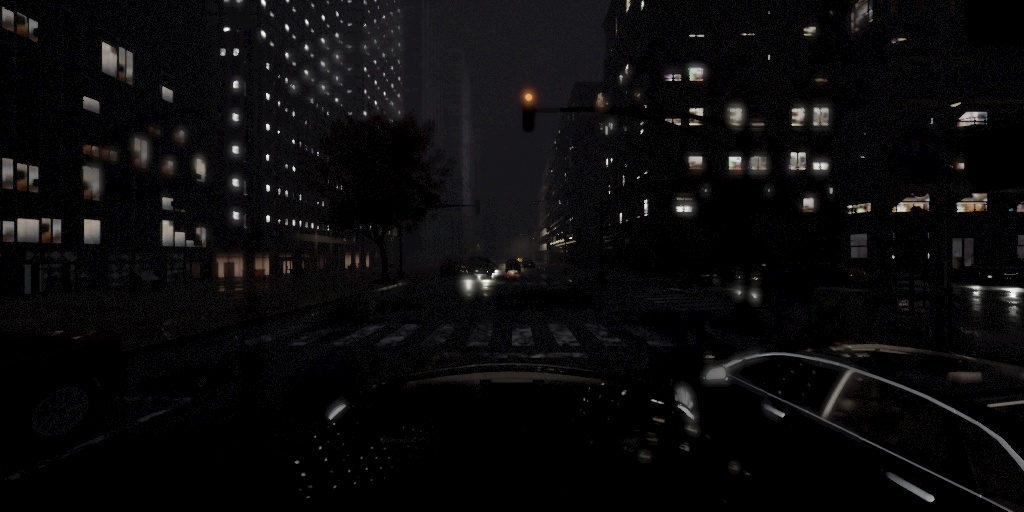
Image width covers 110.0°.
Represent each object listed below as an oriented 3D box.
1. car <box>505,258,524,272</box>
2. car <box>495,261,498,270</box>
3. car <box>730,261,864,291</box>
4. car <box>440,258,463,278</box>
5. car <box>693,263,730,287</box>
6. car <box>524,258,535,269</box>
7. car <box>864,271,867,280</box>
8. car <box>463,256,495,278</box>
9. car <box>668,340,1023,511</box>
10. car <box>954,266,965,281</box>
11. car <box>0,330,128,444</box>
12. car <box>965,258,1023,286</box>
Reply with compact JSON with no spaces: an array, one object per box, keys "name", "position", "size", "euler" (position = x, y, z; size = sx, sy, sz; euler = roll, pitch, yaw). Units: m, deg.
[{"name":"car","position":[0.122,1.264,45.788],"size":[2.128,1.511,4.902],"euler":[0,0,0]},{"name":"car","position":[-3.078,1.298,44.469],"size":[1.812,1.442,4.674],"euler":[0,0,0]},{"name":"car","position":[15.263,1.068,19.410],"size":[5.357,1.411,2.033],"euler":[-1,0,-1]},{"name":"car","position":[-5.674,1.079,34.963],"size":[2.192,1.841,5.009],"euler":[0,0,0]},{"name":"car","position":[13.445,1.095,21.981],"size":[4.403,1.370,2.007],"euler":[0,0,-1]},{"name":"car","position":[2.719,1.350,57.049],"size":[1.948,1.339,4.313],"euler":[0,0,0]},{"name":"car","position":[18.842,0.993,22.033],"size":[4.829,1.417,1.751],"euler":[0,0,-1]},{"name":"car","position":[-3.083,0.986,34.588],"size":[2.150,2.045,5.566],"euler":[0,0,0]},{"name":"car","position":[2.689,1.300,2.571],"size":[2.007,1.370,4.403],"euler":[0,0,0]},{"name":"car","position":[30.147,0.859,22.141],"size":[4.507,1.381,1.888],"euler":[0,0,-1]},{"name":"car","position":[-5.691,1.295,2.575],"size":[1.888,1.381,4.507],"euler":[0,0,0]},{"name":"car","position":[28.421,0.843,19.531],"size":[4.892,1.490,1.837],"euler":[-1,0,0]}]
